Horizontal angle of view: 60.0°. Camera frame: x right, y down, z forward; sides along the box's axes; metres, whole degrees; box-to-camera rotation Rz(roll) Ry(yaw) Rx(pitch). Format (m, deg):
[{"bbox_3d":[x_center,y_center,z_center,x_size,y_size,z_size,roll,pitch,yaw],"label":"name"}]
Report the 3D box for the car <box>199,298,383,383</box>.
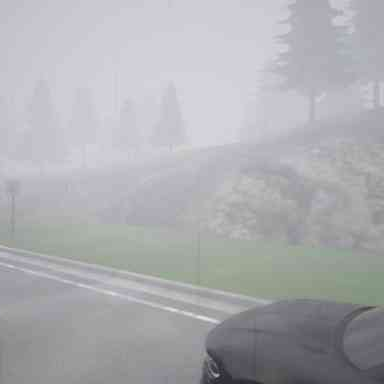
[{"bbox_3d":[2.369,1.482,2.302,5.008,1.535,1.882,0,0,36],"label":"car"}]
